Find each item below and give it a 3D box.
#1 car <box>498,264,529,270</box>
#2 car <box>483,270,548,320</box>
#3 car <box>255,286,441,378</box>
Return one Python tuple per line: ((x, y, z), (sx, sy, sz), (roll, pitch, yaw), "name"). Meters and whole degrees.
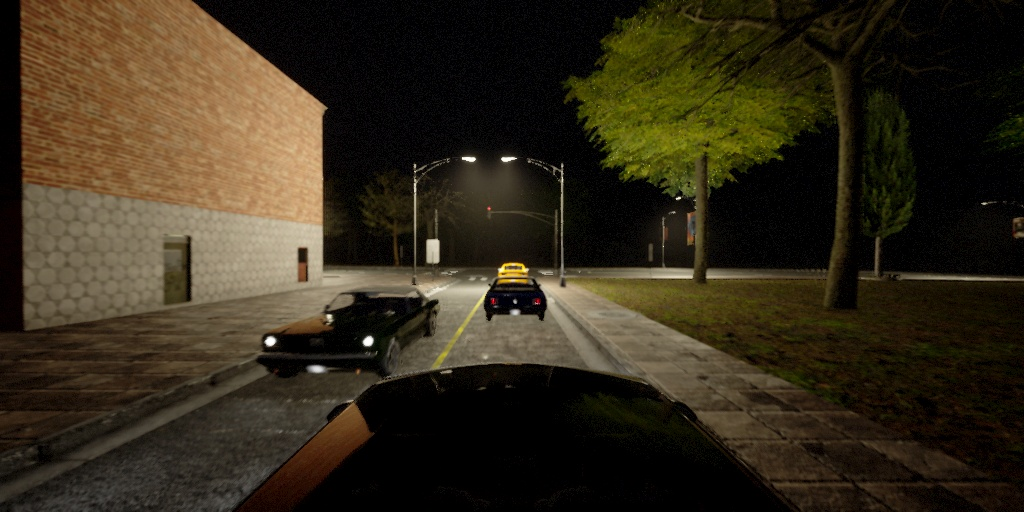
((0.094, 1.235, 23.667), (1.882, 1.535, 5.008), (0, 0, 1), "car")
((0.097, 1.342, 12.519), (1.895, 1.301, 4.718), (0, 0, 0), "car")
((-2.848, 1.344, 7.441), (1.895, 1.301, 4.718), (0, 0, 0), "car")
